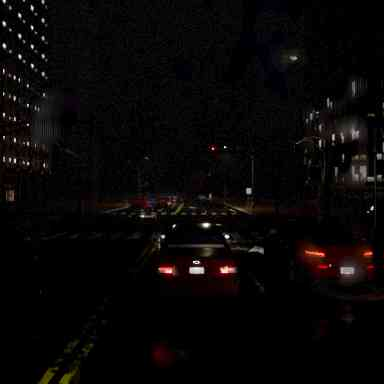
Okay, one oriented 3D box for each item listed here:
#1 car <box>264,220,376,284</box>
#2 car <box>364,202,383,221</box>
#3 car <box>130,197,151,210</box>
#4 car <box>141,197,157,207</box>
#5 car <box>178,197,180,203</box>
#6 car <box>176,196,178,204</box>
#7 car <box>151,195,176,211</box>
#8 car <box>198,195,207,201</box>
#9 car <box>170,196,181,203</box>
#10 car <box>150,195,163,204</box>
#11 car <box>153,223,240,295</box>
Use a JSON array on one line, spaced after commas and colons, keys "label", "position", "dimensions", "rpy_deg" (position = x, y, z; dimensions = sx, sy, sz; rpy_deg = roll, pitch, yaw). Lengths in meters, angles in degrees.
[{"label": "car", "position": [3.336, 1.522, 9.449], "dimensions": [1.812, 1.442, 4.674], "rpy_deg": [0, 0, 0]}, {"label": "car", "position": [16.986, 1.279, 26.703], "dimensions": [5.566, 2.045, 2.150], "rpy_deg": [0, 0, 3]}, {"label": "car", "position": [-6.658, 1.442, 42.237], "dimensions": [1.882, 1.535, 5.008], "rpy_deg": [0, 0, 0]}, {"label": "car", "position": [-6.670, 1.470, 52.157], "dimensions": [1.812, 1.442, 4.674], "rpy_deg": [0, 0, 0]}, {"label": "car", "position": [-3.418, 1.421, 59.127], "dimensions": [2.128, 1.511, 4.902], "rpy_deg": [0, 0, 0]}, {"label": "car", "position": [-3.414, 1.455, 49.508], "dimensions": [1.837, 1.490, 4.892], "rpy_deg": [0, 0, 0]}, {"label": "car", "position": [-3.403, 1.319, 40.615], "dimensions": [2.097, 1.767, 4.553], "rpy_deg": [0, 0, 0]}, {"label": "car", "position": [2.528, 1.391, 82.843], "dimensions": [1.812, 1.442, 4.674], "rpy_deg": [0, 0, -4]}, {"label": "car", "position": [-3.433, 1.471, 69.161], "dimensions": [1.994, 1.385, 4.181], "rpy_deg": [0, 0, -1]}, {"label": "car", "position": [-6.674, 1.427, 62.522], "dimensions": [1.837, 1.490, 4.892], "rpy_deg": [0, 0, 0]}, {"label": "car", "position": [0.088, 1.544, 8.864], "dimensions": [2.033, 1.411, 5.357], "rpy_deg": [0, 0, 0]}]
